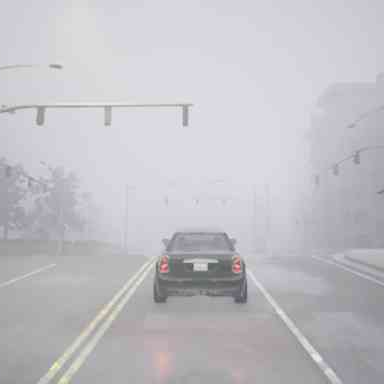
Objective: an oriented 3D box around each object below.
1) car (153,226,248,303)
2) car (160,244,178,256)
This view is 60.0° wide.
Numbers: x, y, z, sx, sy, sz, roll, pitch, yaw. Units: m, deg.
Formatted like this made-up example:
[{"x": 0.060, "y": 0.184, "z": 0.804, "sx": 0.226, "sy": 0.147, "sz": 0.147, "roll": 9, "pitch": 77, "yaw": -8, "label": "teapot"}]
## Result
[{"x": 0.207, "y": 1.706, "z": 9.218, "sx": 2.097, "sy": 1.767, "sz": 4.553, "roll": 0, "pitch": -2, "yaw": 1, "label": "car"}, {"x": -2.939, "y": 7.508, "z": 43.345, "sx": 1.837, "sy": 1.490, "sz": 4.892, "roll": 0, "pitch": -10, "yaw": 1, "label": "car"}]
